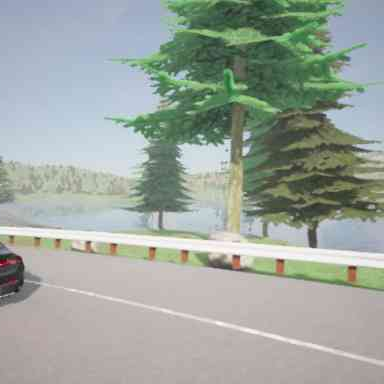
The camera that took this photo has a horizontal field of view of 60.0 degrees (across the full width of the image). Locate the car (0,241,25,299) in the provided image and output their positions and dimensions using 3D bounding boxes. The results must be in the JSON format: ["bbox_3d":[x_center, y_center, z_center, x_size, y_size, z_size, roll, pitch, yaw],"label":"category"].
[{"bbox_3d":[-5.662,1.534,7.138,4.892,1.490,1.837,0,0,30],"label":"car"}]
